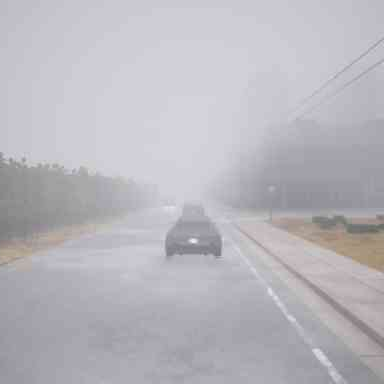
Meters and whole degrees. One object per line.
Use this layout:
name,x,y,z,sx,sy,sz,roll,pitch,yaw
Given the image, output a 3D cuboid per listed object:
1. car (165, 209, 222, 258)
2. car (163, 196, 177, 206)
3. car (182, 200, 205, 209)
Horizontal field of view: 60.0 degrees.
car,0.071,1.556,12.790,1.994,1.385,4.181,0,0,1
car,-3.432,1.462,52.263,2.128,1.511,4.902,0,0,1
car,0.119,1.458,29.022,1.882,1.535,5.008,0,0,1
